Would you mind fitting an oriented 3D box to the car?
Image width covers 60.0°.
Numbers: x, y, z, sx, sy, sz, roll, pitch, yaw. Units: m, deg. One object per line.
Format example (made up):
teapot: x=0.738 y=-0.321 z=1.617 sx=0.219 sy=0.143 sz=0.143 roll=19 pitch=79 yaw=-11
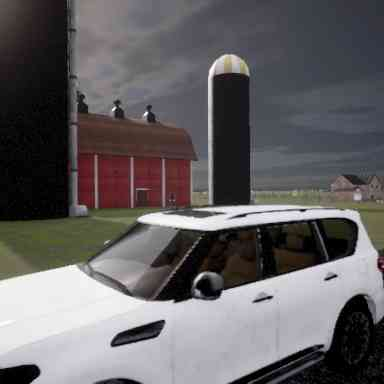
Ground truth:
car: x=0.169 y=1.220 z=4.076 sx=5.566 sy=2.045 sz=2.150 roll=0 pitch=0 yaw=-35
